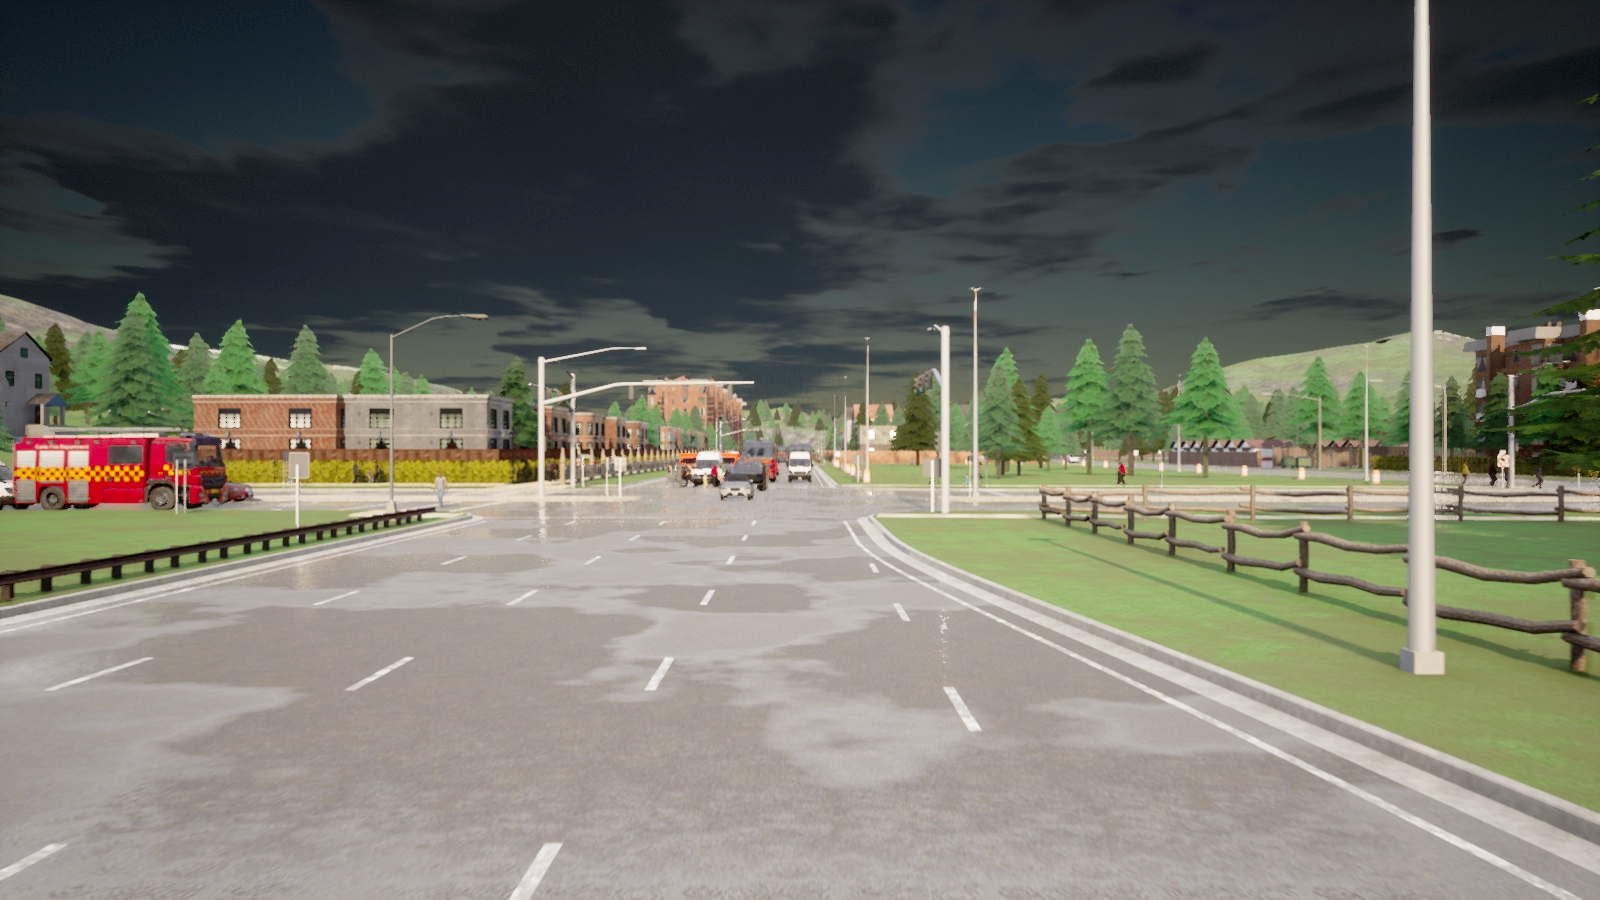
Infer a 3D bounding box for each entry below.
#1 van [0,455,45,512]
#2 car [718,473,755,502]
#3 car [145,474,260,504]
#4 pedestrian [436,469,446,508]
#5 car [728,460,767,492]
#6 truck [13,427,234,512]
[{"bbox_3d":[-38.571,1.518,52.904,5.915,2.561,1.988,0,0,1],"label":"van"},{"bbox_3d":[-3.506,2.046,63.706,1.816,1.474,4.193,0,0,0],"label":"car"},{"bbox_3d":[-31.242,2.030,59.845,4.902,1.511,2.128,0,0,1],"label":"car"},{"bbox_3d":[-17.163,1.832,54.648,0.375,1.860,0.375,0,0,-4],"label":"pedestrian"},{"bbox_3d":[-3.505,1.730,77.900,2.390,2.098,6.274,0,0,0],"label":"car"},{"bbox_3d":[-31.018,0.876,52.585,8.468,3.827,2.891,0,0,1],"label":"truck"}]
